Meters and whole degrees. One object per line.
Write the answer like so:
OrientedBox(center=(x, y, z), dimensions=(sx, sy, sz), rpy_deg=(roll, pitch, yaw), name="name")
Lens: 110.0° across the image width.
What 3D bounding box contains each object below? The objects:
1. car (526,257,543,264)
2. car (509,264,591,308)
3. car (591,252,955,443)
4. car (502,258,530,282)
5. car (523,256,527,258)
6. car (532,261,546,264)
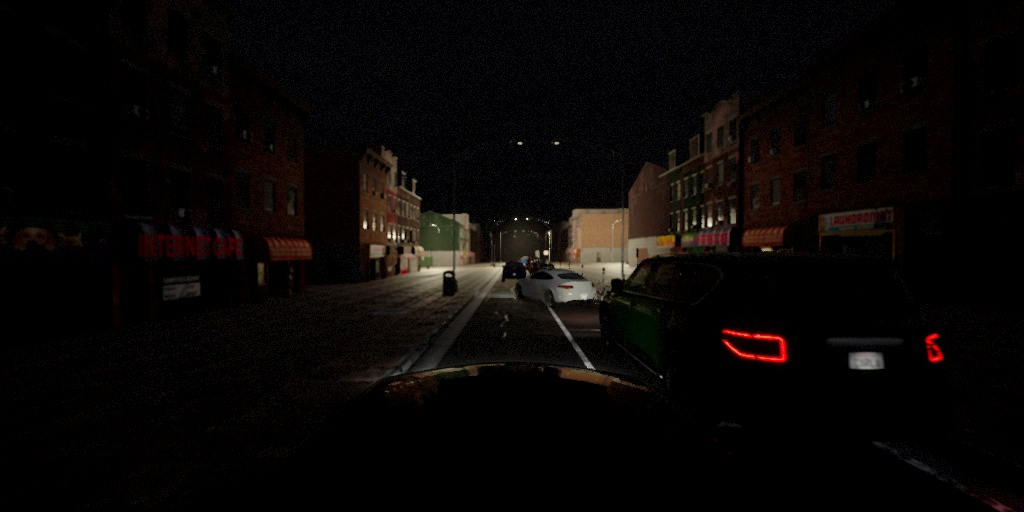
OrientedBox(center=(2.823, 1.142, 39.307), dimensions=(1.967, 1.591, 4.097), rpy_deg=(0, 0, 0), name="car")
OrientedBox(center=(1.730, 1.252, 15.175), dimensions=(1.812, 1.442, 4.674), rpy_deg=(0, 0, -23), name="car")
OrientedBox(center=(2.999, 0.971, 5.706), dimensions=(2.150, 2.045, 5.566), rpy_deg=(0, 0, 0), name="car")
OrientedBox(center=(0.194, 1.187, 28.726), dimensions=(1.882, 1.535, 5.008), rpy_deg=(0, 0, 1), name="car")
OrientedBox(center=(2.877, 1.015, 50.111), dimensions=(2.192, 1.841, 5.009), rpy_deg=(0, 0, 0), name="car")
OrientedBox(center=(2.769, 1.292, 28.503), dimensions=(1.802, 1.307, 4.207), rpy_deg=(0, 0, 0), name="car")
